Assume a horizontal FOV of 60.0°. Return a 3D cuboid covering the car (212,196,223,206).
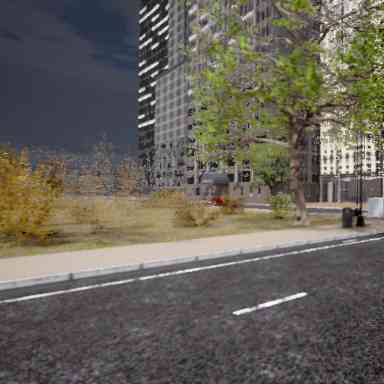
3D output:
[{"bbox_3d":[5.151,1.363,51.384,1.882,1.535,5.008,1,0,-34],"label":"car"}]
